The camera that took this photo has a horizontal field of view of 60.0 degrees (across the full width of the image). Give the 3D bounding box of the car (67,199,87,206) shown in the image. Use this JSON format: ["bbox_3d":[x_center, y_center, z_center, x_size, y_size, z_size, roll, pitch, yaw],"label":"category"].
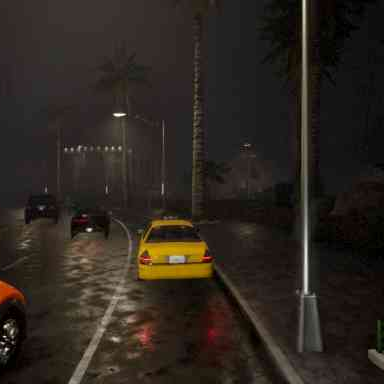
[{"bbox_3d":[-11.317,1.496,33.399,1.837,1.490,4.892,0,0,-27],"label":"car"}]

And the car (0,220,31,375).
[{"bbox_3d":[-3.266,1.351,2.716,2.097,1.767,4.553,0,0,-2],"label":"car"}]

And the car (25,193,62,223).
[{"bbox_3d":[-11.119,1.212,25.015,2.150,2.045,5.566,0,0,-20],"label":"car"}]

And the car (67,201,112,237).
[{"bbox_3d":[-5.459,1.502,18.119,1.837,1.490,4.892,0,0,-14],"label":"car"}]

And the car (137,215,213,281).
[{"bbox_3d":[-0.649,1.456,9.853,1.801,1.575,5.366,0,0,-7],"label":"car"}]
